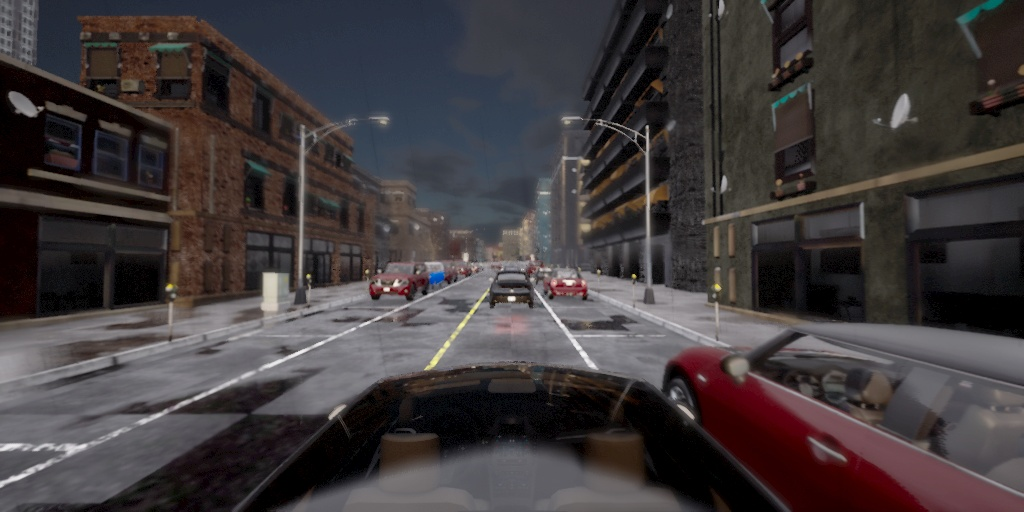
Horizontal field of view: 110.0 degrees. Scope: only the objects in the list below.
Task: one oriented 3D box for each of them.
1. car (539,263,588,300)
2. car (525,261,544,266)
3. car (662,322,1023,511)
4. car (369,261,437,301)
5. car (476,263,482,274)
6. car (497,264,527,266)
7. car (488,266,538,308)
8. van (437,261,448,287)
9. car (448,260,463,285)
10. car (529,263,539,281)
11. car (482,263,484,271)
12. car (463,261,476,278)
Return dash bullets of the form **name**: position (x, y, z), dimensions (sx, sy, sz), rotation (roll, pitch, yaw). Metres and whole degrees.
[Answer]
- **car**: position (2.675, 1.351, 18.800), dimensions (1.967, 1.591, 4.097), rotation (0, 0, 0)
- **car**: position (2.653, 1.428, 40.427), dimensions (2.192, 1.841, 5.009), rotation (0, 0, 0)
- **car**: position (2.692, 1.198, 2.579), dimensions (1.967, 1.591, 4.097), rotation (0, 0, 0)
- **car**: position (-5.706, 1.226, 18.798), dimensions (2.192, 1.841, 5.009), rotation (0, 0, 0)
- **car**: position (-5.739, 1.654, 51.240), dimensions (1.967, 1.591, 4.097), rotation (0, 0, 0)
- **car**: position (-0.023, 1.592, 31.193), dimensions (1.994, 1.385, 4.181), rotation (0, 0, 0)
- **car**: position (-0.010, 1.395, 16.175), dimensions (1.837, 1.490, 4.892), rotation (0, 0, 0)
- **van**: position (-5.712, 1.303, 24.205), dimensions (1.690, 1.789, 3.998), rotation (0, 0, 0)
- **car**: position (-5.717, 1.328, 29.612), dimensions (2.192, 1.841, 5.009), rotation (0, 0, 0)
- **car**: position (2.664, 1.563, 29.613), dimensions (2.007, 1.370, 4.403), rotation (0, 0, 0)
- **car**: position (-5.751, 1.866, 62.054), dimensions (2.007, 1.370, 4.403), rotation (0, 0, 0)
- **car**: position (-5.728, 1.429, 40.426), dimensions (2.192, 1.841, 5.009), rotation (0, 0, 0)
